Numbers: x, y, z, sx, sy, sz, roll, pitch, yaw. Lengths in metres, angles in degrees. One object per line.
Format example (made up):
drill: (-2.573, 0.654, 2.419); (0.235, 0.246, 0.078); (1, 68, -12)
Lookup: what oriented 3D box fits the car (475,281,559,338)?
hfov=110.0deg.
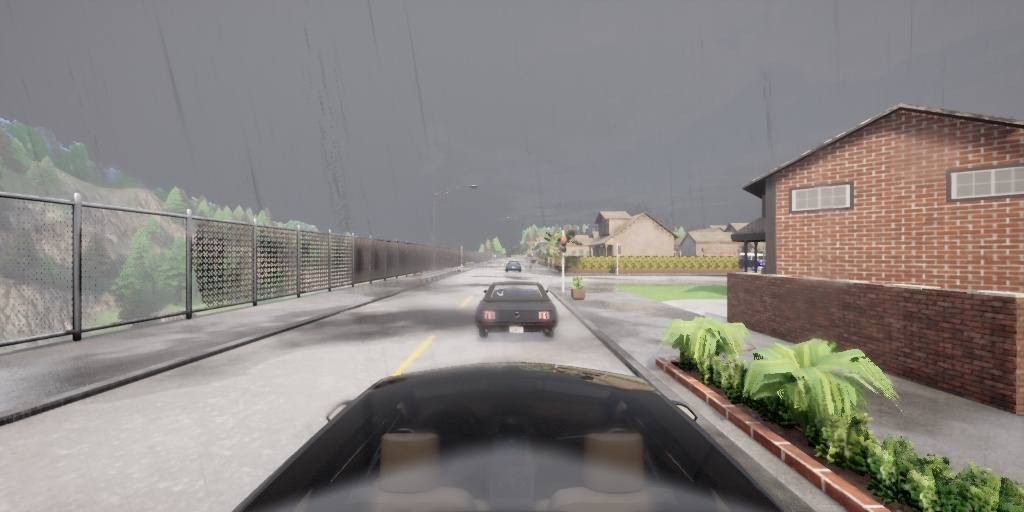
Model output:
car: (0.115, 1.351, 10.184); (1.895, 1.301, 4.718); (0, 0, 0)

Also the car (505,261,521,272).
car: (0.184, 1.314, 45.444); (1.994, 1.385, 4.181); (0, 0, 0)
